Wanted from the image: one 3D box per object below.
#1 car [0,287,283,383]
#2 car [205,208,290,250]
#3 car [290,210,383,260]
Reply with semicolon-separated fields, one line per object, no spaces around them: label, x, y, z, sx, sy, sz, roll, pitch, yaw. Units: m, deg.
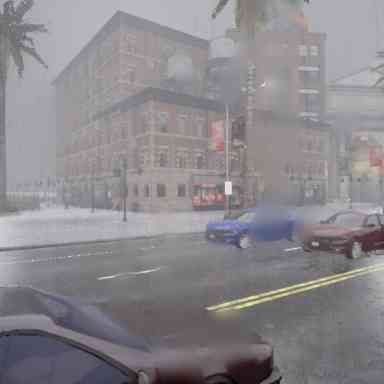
car;-1.700;1.548;2.503;5.357;1.411;2.033;0;0;-36
car;2.841;1.477;14.549;5.008;1.535;1.882;0;0;-35
car;6.190;1.477;12.625;5.008;1.535;1.882;0;0;-35
